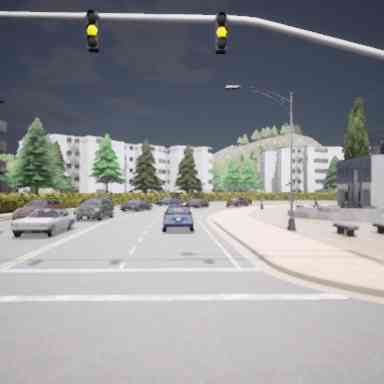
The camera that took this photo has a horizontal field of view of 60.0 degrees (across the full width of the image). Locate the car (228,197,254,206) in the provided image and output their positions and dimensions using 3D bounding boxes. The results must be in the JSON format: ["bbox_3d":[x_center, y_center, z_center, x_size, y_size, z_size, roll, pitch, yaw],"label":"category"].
[{"bbox_3d":[8.212,1.509,55.708,4.181,1.385,1.994,0,0,-41],"label":"car"}]

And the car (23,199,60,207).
[{"bbox_3d":[-11.396,1.341,24.975,2.097,1.767,4.553,0,0,1],"label":"car"}]

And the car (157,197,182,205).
[{"bbox_3d":[-3.476,1.506,52.481,2.033,1.411,5.357,0,0,33],"label":"car"}]

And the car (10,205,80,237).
[{"bbox_3d":[-7.863,1.593,18.034,1.895,1.301,4.718,0,0,-2],"label":"car"}]

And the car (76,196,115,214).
[{"bbox_3d":[-10.290,1.330,35.790,2.097,1.767,4.553,0,0,13],"label":"car"}]

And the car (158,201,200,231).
[{"bbox_3d":[-0.848,1.531,20.626,2.033,1.411,5.357,0,0,-3],"label":"car"}]

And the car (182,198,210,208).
[{"bbox_3d":[0.874,1.524,45.517,1.994,1.385,4.181,0,0,28],"label":"car"}]

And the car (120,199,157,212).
[{"bbox_3d":[-6.231,1.521,37.924,2.033,1.411,5.357,0,0,17],"label":"car"}]

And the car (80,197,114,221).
[{"bbox_3d":[-7.887,1.336,27.072,2.097,1.767,4.553,0,0,3],"label":"car"}]

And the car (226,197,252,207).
[{"bbox_3d":[6.719,1.478,48.662,1.812,1.442,4.674,0,0,38],"label":"car"}]
